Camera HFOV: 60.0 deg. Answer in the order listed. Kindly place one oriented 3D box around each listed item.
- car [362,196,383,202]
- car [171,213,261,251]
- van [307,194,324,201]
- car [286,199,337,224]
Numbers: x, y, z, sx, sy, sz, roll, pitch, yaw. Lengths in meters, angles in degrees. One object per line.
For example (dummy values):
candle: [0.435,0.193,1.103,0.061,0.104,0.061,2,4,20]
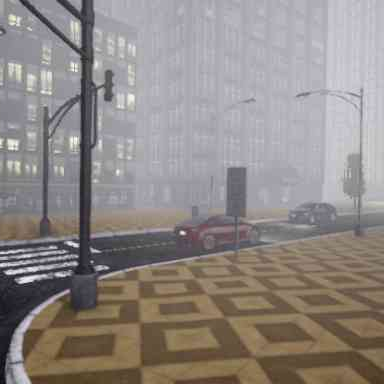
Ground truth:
car: [45.517,1.712,82.661,1.947,1.339,4.313,-1,0,-26]
car: [1.131,1.600,14.540,4.181,1.385,1.994,0,1,-41]
van: [33.066,1.425,89.126,1.690,1.788,3.998,-1,0,-26]
car: [9.147,1.502,25.248,4.892,1.490,1.837,0,1,-39]
